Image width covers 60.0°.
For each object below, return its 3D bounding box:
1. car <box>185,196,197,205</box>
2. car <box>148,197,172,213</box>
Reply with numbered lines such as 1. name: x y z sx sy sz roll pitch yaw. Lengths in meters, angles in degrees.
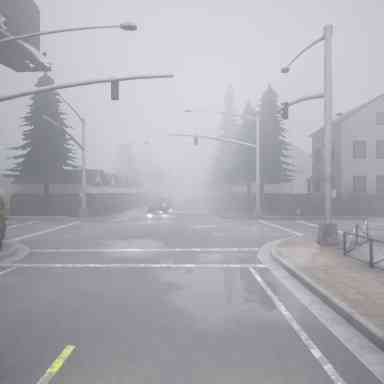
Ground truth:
1. car: -0.121 1.492 59.259 2.128 1.511 4.902 0 0 0
2. car: -3.674 1.352 37.056 2.097 1.767 4.553 0 0 0
